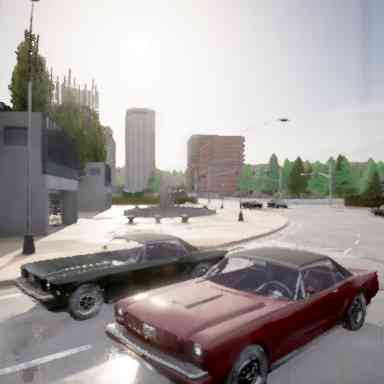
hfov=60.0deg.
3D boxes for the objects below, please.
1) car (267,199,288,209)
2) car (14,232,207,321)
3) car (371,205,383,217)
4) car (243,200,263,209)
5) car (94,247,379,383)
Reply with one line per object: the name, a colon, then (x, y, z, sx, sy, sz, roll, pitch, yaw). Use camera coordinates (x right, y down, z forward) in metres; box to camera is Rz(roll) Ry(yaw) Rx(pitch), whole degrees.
car: (13.352, 1.888, 52.167, 1.837, 1.490, 4.892, 0, -1, -9)
car: (-1.349, 1.670, 7.649, 4.718, 1.301, 1.895, 0, -1, -42)
car: (18.416, 1.792, 30.871, 1.895, 1.301, 4.718, 0, 0, 8)
car: (9.682, 2.000, 52.972, 1.895, 1.301, 4.718, 0, -1, -10)
car: (1.136, 1.642, 5.221, 4.718, 1.301, 1.895, 0, -1, -43)
